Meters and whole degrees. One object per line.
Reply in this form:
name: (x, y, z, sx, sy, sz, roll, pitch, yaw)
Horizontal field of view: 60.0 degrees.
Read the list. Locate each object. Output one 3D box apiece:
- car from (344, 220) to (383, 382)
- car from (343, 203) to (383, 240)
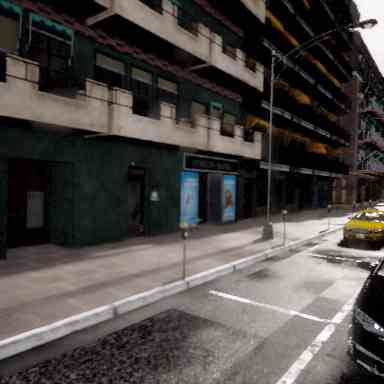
car: (3.800, 1.466, 5.055, 2.128, 1.511, 4.902, 2, 2, 37)
car: (8.072, 1.400, 14.973, 1.752, 1.417, 4.829, 2, 1, 37)
